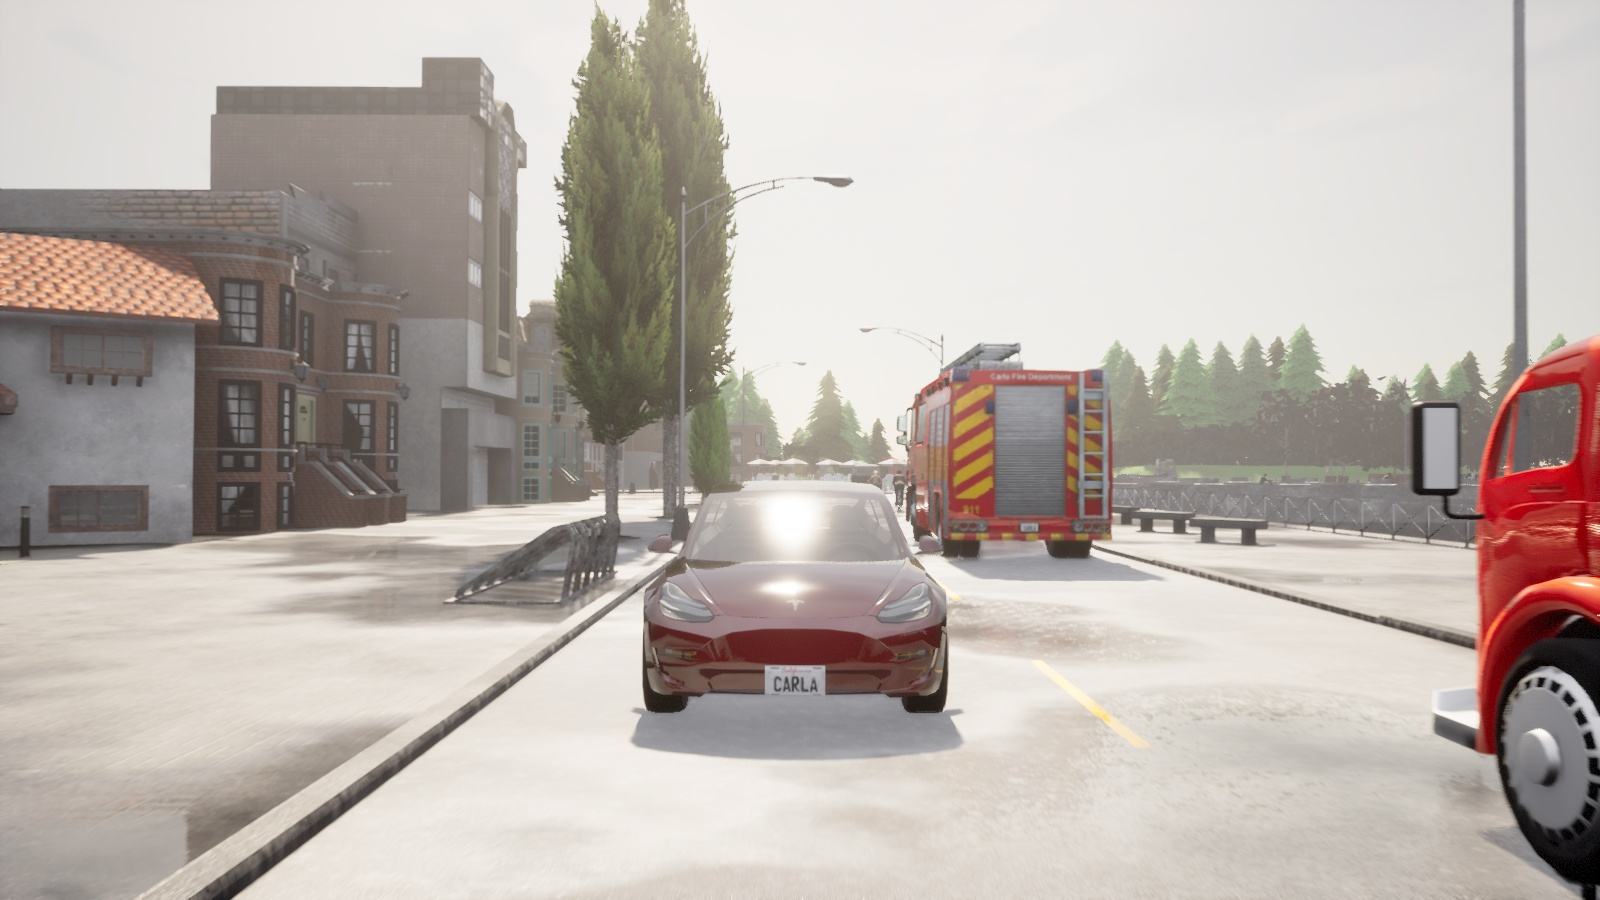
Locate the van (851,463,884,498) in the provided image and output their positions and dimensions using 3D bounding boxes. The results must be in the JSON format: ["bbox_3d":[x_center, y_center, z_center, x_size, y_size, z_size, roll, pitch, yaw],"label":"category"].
[{"bbox_3d":[4.049,1.805,74.845,1.775,1.987,4.442,0,-1,6],"label":"van"}]

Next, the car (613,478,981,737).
[{"bbox_3d":[-0.026,0.979,9.792,2.163,1.488,4.792,0,-1,0],"label":"car"}]

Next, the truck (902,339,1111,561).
[{"bbox_3d":[3.927,0.070,26.001,2.891,3.827,8.468,0,-1,0],"label":"truck"}]

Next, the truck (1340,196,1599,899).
[{"bbox_3d":[3.987,0.372,3.574,2.627,2.467,5.204,0,-1,0],"label":"truck"}]
